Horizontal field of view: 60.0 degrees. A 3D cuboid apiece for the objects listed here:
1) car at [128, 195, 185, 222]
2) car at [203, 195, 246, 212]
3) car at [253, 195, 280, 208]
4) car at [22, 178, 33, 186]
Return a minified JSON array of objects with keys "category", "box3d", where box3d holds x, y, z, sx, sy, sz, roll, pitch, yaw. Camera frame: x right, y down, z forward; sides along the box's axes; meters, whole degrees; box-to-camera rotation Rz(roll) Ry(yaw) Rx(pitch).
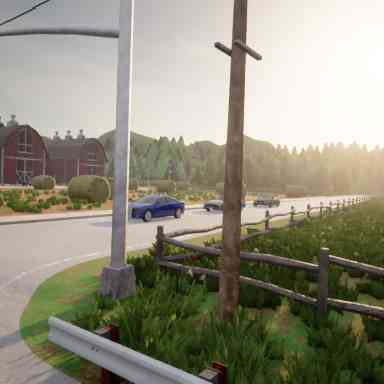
[{"category":"car","box3d":[-2.411,0.939,21.219,1.882,1.535,5.008,3,2,33]},{"category":"car","box3d":[3.029,0.992,29.480,2.033,1.411,5.357,3,2,33]},{"category":"car","box3d":[8.546,0.992,37.835,1.994,1.385,4.181,3,2,33]},{"category":"car","box3d":[-38.954,-2.351,79.381,1.905,1.878,3.866,8,2,-13]}]
